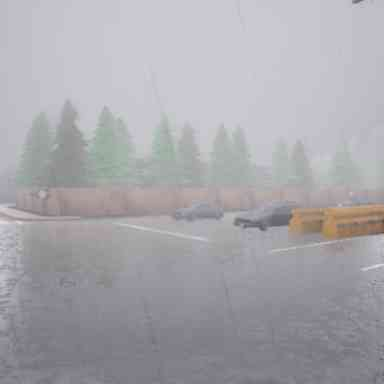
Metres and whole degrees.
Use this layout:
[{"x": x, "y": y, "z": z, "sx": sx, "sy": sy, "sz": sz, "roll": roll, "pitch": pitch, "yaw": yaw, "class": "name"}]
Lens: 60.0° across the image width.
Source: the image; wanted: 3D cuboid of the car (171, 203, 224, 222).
[{"x": 0.473, "y": 1.528, "z": 25.817, "sx": 4.181, "sy": 1.385, "sz": 1.994, "roll": 0, "pitch": 0, "yaw": -35, "class": "car"}]

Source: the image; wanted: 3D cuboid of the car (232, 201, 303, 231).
[{"x": 5.002, "y": 1.510, "z": 20.452, "sx": 5.357, "sy": 1.411, "sz": 2.033, "roll": 0, "pitch": 0, "yaw": -35, "class": "car"}]

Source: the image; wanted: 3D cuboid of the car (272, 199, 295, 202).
[{"x": 8.477, "y": 1.433, "z": 31.522, "sx": 4.902, "sy": 1.511, "sz": 2.128, "roll": 0, "pitch": 0, "yaw": -35, "class": "car"}]

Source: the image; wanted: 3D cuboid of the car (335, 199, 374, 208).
[{"x": 13.135, "y": 1.504, "z": 26.244, "sx": 4.181, "sy": 1.385, "sz": 1.994, "roll": 0, "pitch": 0, "yaw": -35, "class": "car"}]
